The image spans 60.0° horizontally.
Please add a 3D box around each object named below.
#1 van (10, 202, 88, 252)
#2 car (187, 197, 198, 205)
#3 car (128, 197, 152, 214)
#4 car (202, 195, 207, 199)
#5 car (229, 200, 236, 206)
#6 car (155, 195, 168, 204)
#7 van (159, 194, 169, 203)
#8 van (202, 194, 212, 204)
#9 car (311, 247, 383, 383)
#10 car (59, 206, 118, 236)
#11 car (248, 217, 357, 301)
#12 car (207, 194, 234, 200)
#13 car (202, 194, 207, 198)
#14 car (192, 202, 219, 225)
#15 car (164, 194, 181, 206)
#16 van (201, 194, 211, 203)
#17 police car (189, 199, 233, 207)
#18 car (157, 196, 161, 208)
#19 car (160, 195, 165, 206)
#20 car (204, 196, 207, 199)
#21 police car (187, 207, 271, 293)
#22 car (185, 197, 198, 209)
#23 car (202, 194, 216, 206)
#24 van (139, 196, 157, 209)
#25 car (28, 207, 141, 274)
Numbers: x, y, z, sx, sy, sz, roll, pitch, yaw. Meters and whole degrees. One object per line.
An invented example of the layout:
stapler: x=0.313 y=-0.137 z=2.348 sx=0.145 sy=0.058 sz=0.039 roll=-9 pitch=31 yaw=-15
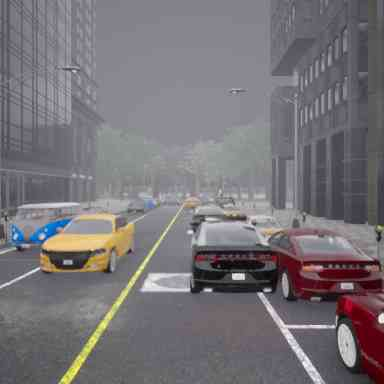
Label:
van: x=-5.749 y=1.342 z=13.613 sx=1.690 sy=1.788 sz=3.998 roll=0 pitch=0 yaw=0
car: x=0.071 y=1.581 z=60.656 sx=1.994 sy=1.385 sz=4.181 roll=0 pitch=0 yaw=0
car: x=-5.723 y=1.571 z=35.363 sx=1.947 sy=1.339 sz=4.313 roll=0 pitch=0 yaw=0
car: x=2.815 y=1.554 z=46.228 sx=1.887 sy=1.381 sz=4.507 roll=0 pitch=0 yaw=0
car: x=2.790 y=1.527 z=24.648 sx=1.752 sy=1.417 sz=4.829 roll=0 pitch=0 yaw=0
car: x=-5.690 y=1.459 z=62.551 sx=1.967 sy=1.590 sz=4.097 roll=0 pitch=0 yaw=0
van: x=-5.684 y=1.363 z=67.989 sx=1.690 sy=1.788 sz=3.998 roll=0 pitch=0 yaw=0
van: x=2.835 y=1.359 z=62.541 sx=1.690 sy=1.788 sz=3.998 roll=0 pitch=0 yaw=0
car: x=2.763 y=1.545 z=2.727 sx=1.887 sy=1.381 sz=4.507 roll=0 pitch=0 yaw=0
car: x=-5.742 y=1.552 z=19.051 sx=2.008 sy=1.369 sz=4.403 roll=0 pitch=0 yaw=0
car: x=2.770 y=1.545 z=8.165 sx=1.887 sy=1.381 sz=4.507 roll=0 pitch=0 yaw=0
car: x=2.796 y=1.318 z=29.915 sx=2.192 sy=1.841 sz=5.009 roll=0 pitch=0 yaw=0
car: x=2.822 y=1.452 z=51.665 sx=1.967 sy=1.590 sz=4.097 roll=0 pitch=0 yaw=0
car: x=0.929 y=1.528 z=24.871 sx=1.812 sy=1.442 sz=4.674 roll=0 pitch=0 yaw=0
car: x=-2.937 y=1.364 z=53.302 sx=2.097 sy=1.767 sz=4.553 roll=0 pitch=0 yaw=0
van: x=2.841 y=1.363 z=67.978 sx=1.690 sy=1.788 sz=3.998 roll=0 pitch=0 yaw=0
police car: x=0.921 y=1.426 z=18.982 sx=1.930 sy=1.638 sz=5.238 roll=0 pitch=0 yaw=0
car: x=-5.710 y=1.534 z=46.069 sx=1.752 sy=1.417 sz=4.829 roll=0 pitch=0 yaw=0
car: x=-5.703 y=1.578 z=51.676 sx=1.947 sy=1.339 sz=4.313 roll=0 pitch=0 yaw=0
car: x=2.809 y=1.532 z=40.960 sx=1.752 sy=1.417 sz=4.829 roll=0 pitch=0 yaw=0
police car: x=0.898 y=1.425 z=8.981 sx=1.930 sy=1.638 sz=5.238 roll=0 pitch=0 yaw=0
car: x=0.066 y=1.487 z=46.737 sx=1.882 sy=1.535 sz=5.008 roll=0 pitch=0 yaw=1
car: x=2.828 y=1.330 z=57.103 sx=2.192 sy=1.841 sz=5.009 roll=0 pitch=0 yaw=0
van: x=-5.717 y=1.348 z=40.801 sx=1.690 sy=1.788 sz=3.998 roll=0 pitch=0 yaw=0
car: x=-3.089 y=1.478 z=10.784 sx=1.882 sy=1.535 sz=5.008 roll=0 pitch=0 yaw=0
